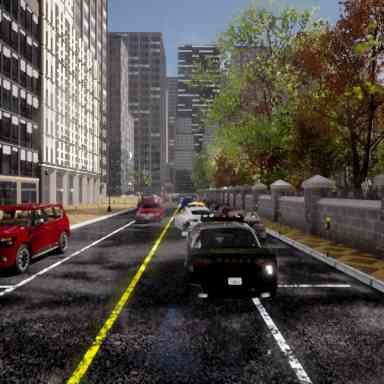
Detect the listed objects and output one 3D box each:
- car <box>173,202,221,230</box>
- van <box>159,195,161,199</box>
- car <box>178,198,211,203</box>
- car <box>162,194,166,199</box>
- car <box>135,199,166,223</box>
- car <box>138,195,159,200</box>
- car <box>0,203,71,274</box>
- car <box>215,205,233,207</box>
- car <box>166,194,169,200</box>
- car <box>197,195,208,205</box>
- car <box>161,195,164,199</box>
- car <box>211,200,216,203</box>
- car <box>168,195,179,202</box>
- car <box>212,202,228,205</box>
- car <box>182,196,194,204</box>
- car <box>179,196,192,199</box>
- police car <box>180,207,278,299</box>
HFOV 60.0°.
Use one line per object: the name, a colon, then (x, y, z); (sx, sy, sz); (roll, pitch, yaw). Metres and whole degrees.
car: (0.171, 1.523, 18.328); (1.812, 1.442, 4.674); (0, 0, -13)
van: (-6.022, 1.327, 49.476); (1.690, 1.788, 3.998); (0, 0, -1)
car: (0.312, 1.452, 24.760); (1.801, 1.575, 5.366); (0, 0, 4)
car: (-6.155, 1.504, 60.387); (1.752, 1.417, 4.829); (0, 0, -1)
car: (-3.118, 1.521, 25.396); (1.812, 1.442, 4.674); (0, 0, -1)
car: (-5.955, 1.304, 43.936); (2.192, 1.841, 5.009); (0, 0, -1)
car: (-5.552, 1.314, 10.689); (2.192, 1.841, 5.009); (0, 0, -1)
car: (2.409, 1.548, 16.186); (2.008, 1.369, 4.403); (0, 0, -1)
car: (-6.214, 1.282, 77.180); (2.192, 1.841, 5.009); (0, 0, -1)
car: (1.868, 1.418, 60.582); (1.967, 1.590, 4.097); (0, 0, -1)
car: (-6.089, 1.564, 55.017); (1.802, 1.307, 4.206); (0, 0, -1)
car: (2.273, 1.561, 27.285); (1.947, 1.339, 4.313); (0, 0, -1)
car: (-3.615, 1.533, 74.417); (1.994, 1.385, 4.181); (0, 0, -1)
car: (2.341, 1.578, 21.736); (1.802, 1.307, 4.206); (0, 0, -1)
car: (-0.735, 1.468, 63.931); (2.128, 1.511, 4.902); (0, 0, -1)
car: (-0.483, 1.465, 45.857); (1.882, 1.535, 5.008); (0, 0, 0)
police car: (0.757, 1.424, 8.647); (1.930, 1.638, 5.238); (0, 0, -1)
